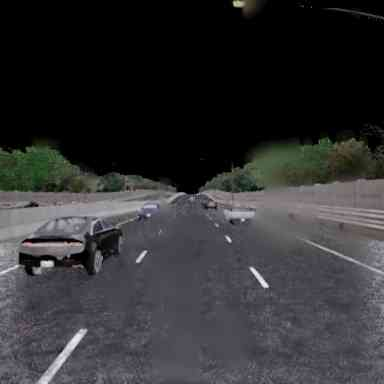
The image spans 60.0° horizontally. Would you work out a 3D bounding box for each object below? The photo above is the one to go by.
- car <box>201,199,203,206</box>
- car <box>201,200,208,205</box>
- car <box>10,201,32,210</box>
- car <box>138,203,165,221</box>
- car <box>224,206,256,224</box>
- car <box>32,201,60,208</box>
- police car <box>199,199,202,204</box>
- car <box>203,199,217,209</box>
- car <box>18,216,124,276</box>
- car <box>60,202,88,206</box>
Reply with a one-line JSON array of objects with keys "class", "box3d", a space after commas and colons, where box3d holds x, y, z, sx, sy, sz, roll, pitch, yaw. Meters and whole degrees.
[{"class": "car", "box3d": [3.510, 2.607, 72.256, 1.812, 1.442, 4.674, 0, -1, 0]}, {"class": "car", "box3d": [3.513, 2.986, 94.259, 1.837, 1.490, 4.892, 0, -1, 0]}, {"class": "car", "box3d": [-21.076, 1.900, 42.308, 1.882, 1.535, 5.008, 0, -1, 0]}, {"class": "car", "box3d": [-3.397, 1.668, 28.313, 1.812, 1.442, 4.674, 0, -1, 0]}, {"class": "car", "box3d": [3.603, 1.707, 25.728, 1.895, 1.301, 4.718, 0, -1, 0]}, {"class": "car", "box3d": [-17.575, 1.962, 41.226, 1.994, 1.385, 4.181, 0, -1, 0]}, {"class": "police car", "box3d": [3.511, 2.713, 83.368, 1.930, 1.638, 5.238, 0, -1, 0]}, {"class": "car", "box3d": [3.508, 2.283, 61.259, 2.033, 1.649, 4.856, 0, -1, 0]}, {"class": "car", "box3d": [-3.399, 1.478, 10.233, 2.128, 1.511, 4.902, 0, 0, 0]}, {"class": "car", "box3d": [-14.077, 1.953, 41.589, 2.033, 1.411, 5.357, 0, -1, 0]}]
